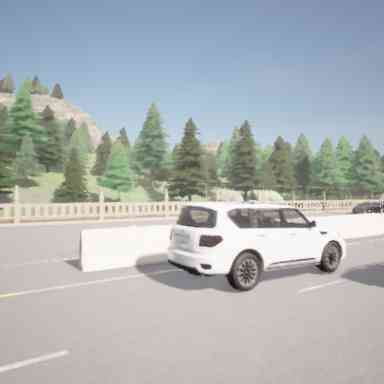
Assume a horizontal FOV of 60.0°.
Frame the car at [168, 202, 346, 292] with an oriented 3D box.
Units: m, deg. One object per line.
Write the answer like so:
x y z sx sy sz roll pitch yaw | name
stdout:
2.000 1.305 9.450 5.566 2.045 2.150 1 -1 -34 | car
